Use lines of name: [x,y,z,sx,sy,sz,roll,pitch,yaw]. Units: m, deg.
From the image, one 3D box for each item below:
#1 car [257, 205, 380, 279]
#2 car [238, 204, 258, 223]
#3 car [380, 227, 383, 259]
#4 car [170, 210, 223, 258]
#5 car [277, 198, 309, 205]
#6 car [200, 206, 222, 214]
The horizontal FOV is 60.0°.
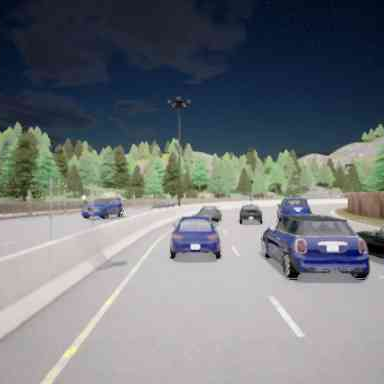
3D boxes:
car: [3.617,1.473,10.595,2.097,1.767,4.553,0,-1,1]
car: [4.998,1.824,28.410,1.837,1.490,4.892,0,-1,9]
car: [7.117,1.725,11.013,1.895,1.301,4.718,0,-1,0]
car: [0.146,1.676,13.318,1.812,1.442,4.674,0,-1,1]
car: [8.359,1.531,27.513,2.150,2.045,5.566,0,-1,9]
car: [1.570,1.890,28.980,1.994,1.385,4.181,0,-1,9]
